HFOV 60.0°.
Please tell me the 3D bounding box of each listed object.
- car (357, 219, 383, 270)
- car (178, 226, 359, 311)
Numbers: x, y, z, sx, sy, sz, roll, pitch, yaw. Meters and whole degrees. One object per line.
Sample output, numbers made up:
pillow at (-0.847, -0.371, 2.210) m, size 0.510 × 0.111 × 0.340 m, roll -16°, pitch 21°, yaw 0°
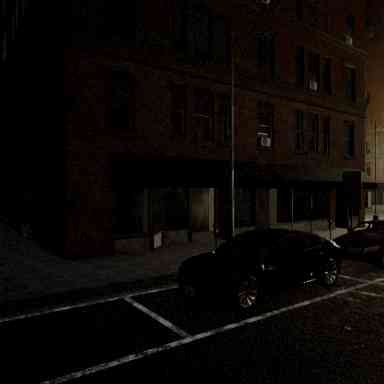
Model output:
car at (6.217, 1.582, 10.938) m, size 4.206 × 1.307 × 1.802 m, roll 0°, pitch 0°, yaw -35°
car at (1.731, 1.566, 7.754) m, size 4.313 × 1.339 × 1.947 m, roll 0°, pitch 0°, yaw -35°
